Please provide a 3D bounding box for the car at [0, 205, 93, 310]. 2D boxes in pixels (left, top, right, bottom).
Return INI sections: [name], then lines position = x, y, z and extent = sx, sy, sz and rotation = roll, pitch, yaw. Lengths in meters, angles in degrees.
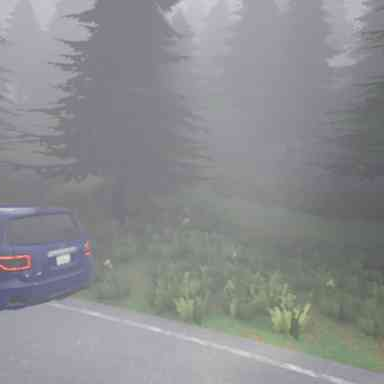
[car]
position = -4.723, 1.305, 7.125
extent = 5.566, 2.045, 2.150
rotation = 0, 0, 26
